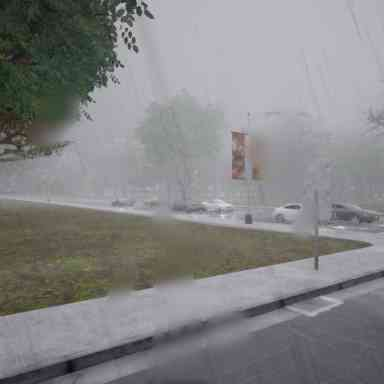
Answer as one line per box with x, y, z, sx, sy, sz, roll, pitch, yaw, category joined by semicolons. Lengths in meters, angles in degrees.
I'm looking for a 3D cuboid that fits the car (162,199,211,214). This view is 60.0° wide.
-0.679;1.526;35.216;2.033;1.411;5.357;0;0;-35;car

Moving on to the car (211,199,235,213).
2.635;1.501;36.180;1.812;1.442;4.674;0;0;-35;car

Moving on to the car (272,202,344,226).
7.778;1.516;23.336;1.812;1.442;4.674;0;0;-36;car

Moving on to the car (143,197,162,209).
-4.475;1.571;46.184;1.895;1.301;4.718;0;0;-35;car

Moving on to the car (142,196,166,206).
-6.296;1.489;54.628;1.812;1.442;4.674;0;0;-36;car

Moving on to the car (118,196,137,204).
-12.288;1.487;63.041;1.812;1.442;4.674;0;0;-35;car

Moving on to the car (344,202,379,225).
11.027;1.492;24.383;1.837;1.490;4.892;0;0;-35;car

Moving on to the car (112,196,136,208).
-10.326;1.497;48.859;1.812;1.442;4.674;0;0;-35;car
